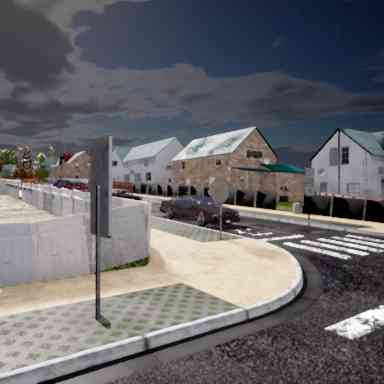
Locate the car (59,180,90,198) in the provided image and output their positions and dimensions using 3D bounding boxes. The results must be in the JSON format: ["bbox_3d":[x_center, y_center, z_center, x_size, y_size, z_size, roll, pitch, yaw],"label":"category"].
[{"bbox_3d":[-12.418,-0.350,35.864,2.097,1.767,4.553,0,3,-35],"label":"car"}]

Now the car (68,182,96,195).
[{"bbox_3d":[-14.600,-0.509,43.943,2.033,1.411,5.357,0,2,-35],"label":"car"}]

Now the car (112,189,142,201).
[{"bbox_3d":[-5.674,0.455,26.299,1.895,1.301,4.718,0,2,-35],"label":"car"}]

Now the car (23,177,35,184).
[{"bbox_3d":[-39.972,-2.888,81.332,2.097,1.767,4.553,-3,3,-35],"label":"car"}]

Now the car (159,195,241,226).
[{"bbox_3d":[0.218,0.886,17.966,2.033,1.411,5.357,0,2,-35],"label":"car"}]

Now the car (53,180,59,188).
[{"bbox_3d":[-20.177,-1.159,51.743,2.097,1.767,4.553,0,2,-35],"label":"car"}]
